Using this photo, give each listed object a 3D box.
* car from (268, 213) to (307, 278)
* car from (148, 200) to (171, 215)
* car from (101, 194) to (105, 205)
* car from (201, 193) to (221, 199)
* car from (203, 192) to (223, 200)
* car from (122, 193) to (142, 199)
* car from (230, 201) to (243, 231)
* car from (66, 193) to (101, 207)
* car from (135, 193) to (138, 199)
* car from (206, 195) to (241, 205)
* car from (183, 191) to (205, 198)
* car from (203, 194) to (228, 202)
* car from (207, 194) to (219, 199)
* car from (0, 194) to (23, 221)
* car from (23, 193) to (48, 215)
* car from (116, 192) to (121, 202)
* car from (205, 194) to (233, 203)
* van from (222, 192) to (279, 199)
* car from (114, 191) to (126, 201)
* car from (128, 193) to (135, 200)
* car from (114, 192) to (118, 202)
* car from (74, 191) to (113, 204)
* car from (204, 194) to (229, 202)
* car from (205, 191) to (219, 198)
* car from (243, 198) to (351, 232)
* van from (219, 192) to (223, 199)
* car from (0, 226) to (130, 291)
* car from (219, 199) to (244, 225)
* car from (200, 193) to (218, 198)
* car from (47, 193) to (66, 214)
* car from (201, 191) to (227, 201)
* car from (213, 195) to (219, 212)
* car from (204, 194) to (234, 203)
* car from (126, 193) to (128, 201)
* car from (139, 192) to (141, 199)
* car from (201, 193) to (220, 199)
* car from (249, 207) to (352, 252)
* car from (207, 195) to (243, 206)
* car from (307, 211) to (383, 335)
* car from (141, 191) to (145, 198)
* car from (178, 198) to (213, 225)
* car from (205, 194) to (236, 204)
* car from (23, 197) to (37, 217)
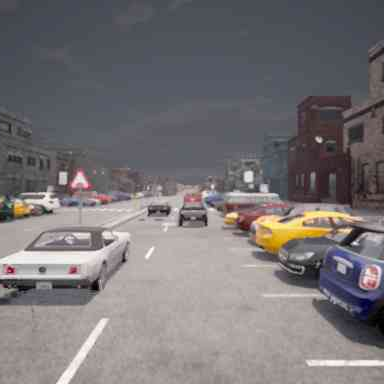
[{"bbox_3d":[4.707,1.430,8.456,4.892,1.521,2.231,0,0,0],"label":"car"},{"bbox_3d":[-2.935,1.441,31.005,1.895,1.301,4.718,0,0,0],"label":"car"},{"bbox_3d":[-15.586,1.292,48.381,4.674,1.452,2.002,0,0,0],"label":"car"},{"bbox_3d":[4.724,1.039,83.612,4.892,1.521,2.231,0,0,0],"label":"car"},{"bbox_3d":[4.732,0.946,75.185,4.553,1.767,2.185,0,0,0],"label":"car"},{"bbox_3d":[-15.614,1.050,86.989,4.792,1.488,2.163,0,0,0],"label":"car"},{"bbox_3d":[4.687,1.388,16.793,5.008,1.535,2.097,0,0,0],"label":"car"},{"bbox_3d":[-15.550,1.301,45.623,4.792,1.488,2.163,0,0,0],"label":"car"},{"bbox_3d":[-15.819,1.062,75.953,5.366,1.575,1.946,0,0,0],"label":"car"},{"bbox_3d":[4.664,1.213,50.147,5.008,1.535,2.097,0,0,0],"label":"car"},{"bbox_3d":[0.061,1.012,40.449,2.150,2.045,5.566,0,1,0],"label":"car"},{"bbox_3d":[4.653,1.143,66.813,4.792,1.488,2.163,0,0,0],"label":"car"},{"bbox_3d":[4.638,1.291,41.808,4.792,1.488,2.163,0,0,0],"label":"car"},{"bbox_3d":[-15.568,1.138,23.559,5.566,2.045,2.435,0,0,0],"label":"car"},{"bbox_3d":[-15.580,1.238,29.199,4.553,1.767,2.185,0,0,0],"label":"car"},{"bbox_3d":[-15.602,1.211,59.413,4.674,1.452,2.002,0,0,0],"label":"car"},{"bbox_3d":[4.694,1.192,58.478,4.792,1.488,2.163,0,0,0],"label":"car"},{"bbox_3d":[4.800,1.123,25.130,4.442,1.987,1.878,0,0,0],"label":"van"},{"bbox_3d":[-15.604,1.151,62.170,5.008,1.535,2.097,0,0,0],"label":"car"},{"bbox_3d":[-15.596,0.844,70.440,5.566,2.045,2.435,0,0,0],"label":"car"},{"bbox_3d":[-15.596,1.233,56.525,4.674,1.452,2.002,0,0,0],"label":"car"},{"bbox_3d":[-15.561,0.981,51.138,5.566,2.045,2.435,0,0,0],"label":"car"},{"bbox_3d":[4.647,1.159,64.035,4.792,1.488,2.163,0,0,0],"label":"car"},{"bbox_3d":[4.636,0.994,44.587,5.566,2.045,2.435,0,0,0],"label":"car"},{"bbox_3d":[4.726,1.275,14.014,4.553,1.767,2.185,0,0,0],"label":"car"},{"bbox_3d":[4.798,1.109,27.909,4.442,1.987,1.878,0,0,0],"label":"van"},{"bbox_3d":[-2.910,1.548,8.774,1.895,1.301,4.718,0,0,0],"label":"car"},{"bbox_3d":[4.504,1.372,19.572,5.366,1.575,1.946,0,0,0],"label":"car"},{"bbox_3d":[4.734,1.007,94.604,5.008,1.535,2.097,0,0,0],"label":"car"},{"bbox_3d":[-15.583,1.100,31.834,5.566,2.045,2.435,0,0,0],"label":"car"},{"bbox_3d":[4.722,0.833,72.372,5.566,2.045,2.435,0,0,0],"label":"car"},{"bbox_3d":[4.672,1.321,30.690,4.892,1.521,2.231,0,0,0],"label":"car"},{"bbox_3d":[4.856,1.143,61.255,5.366,1.575,1.946,0,0,0],"label":"car"},{"bbox_3d":[-15.617,1.171,64.927,4.674,1.452,2.002,0,0,0],"label":"car"},{"bbox_3d":[-15.829,1.037,81.468,5.366,1.575,1.946,0,0,0],"label":"car"},{"bbox_3d":[4.752,1.058,86.392,4.792,1.488,2.163,0,0,0],"label":"car"},{"bbox_3d":[4.694,1.415,11.233,5.008,1.535,2.097,0,0,0],"label":"car"},{"bbox_3d":[4.655,1.230,47.367,4.892,1.521,2.231,0,0,0],"label":"car"},{"bbox_3d":[4.672,1.318,5.677,4.553,1.767,2.185,0,0,0],"label":"car"},{"bbox_3d":[-15.459,1.027,84.231,5.366,1.575,1.946,0,0,0],"label":"car"},{"bbox_3d":[0.076,1.372,22.643,2.128,1.511,4.902,0,0,0],"label":"car"},{"bbox_3d":[4.665,1.179,55.822,5.008,1.535,2.097,0,0,0],"label":"car"},{"bbox_3d":[-15.539,1.376,26.443,5.008,1.535,2.097,0,0,0],"label":"car"}]
